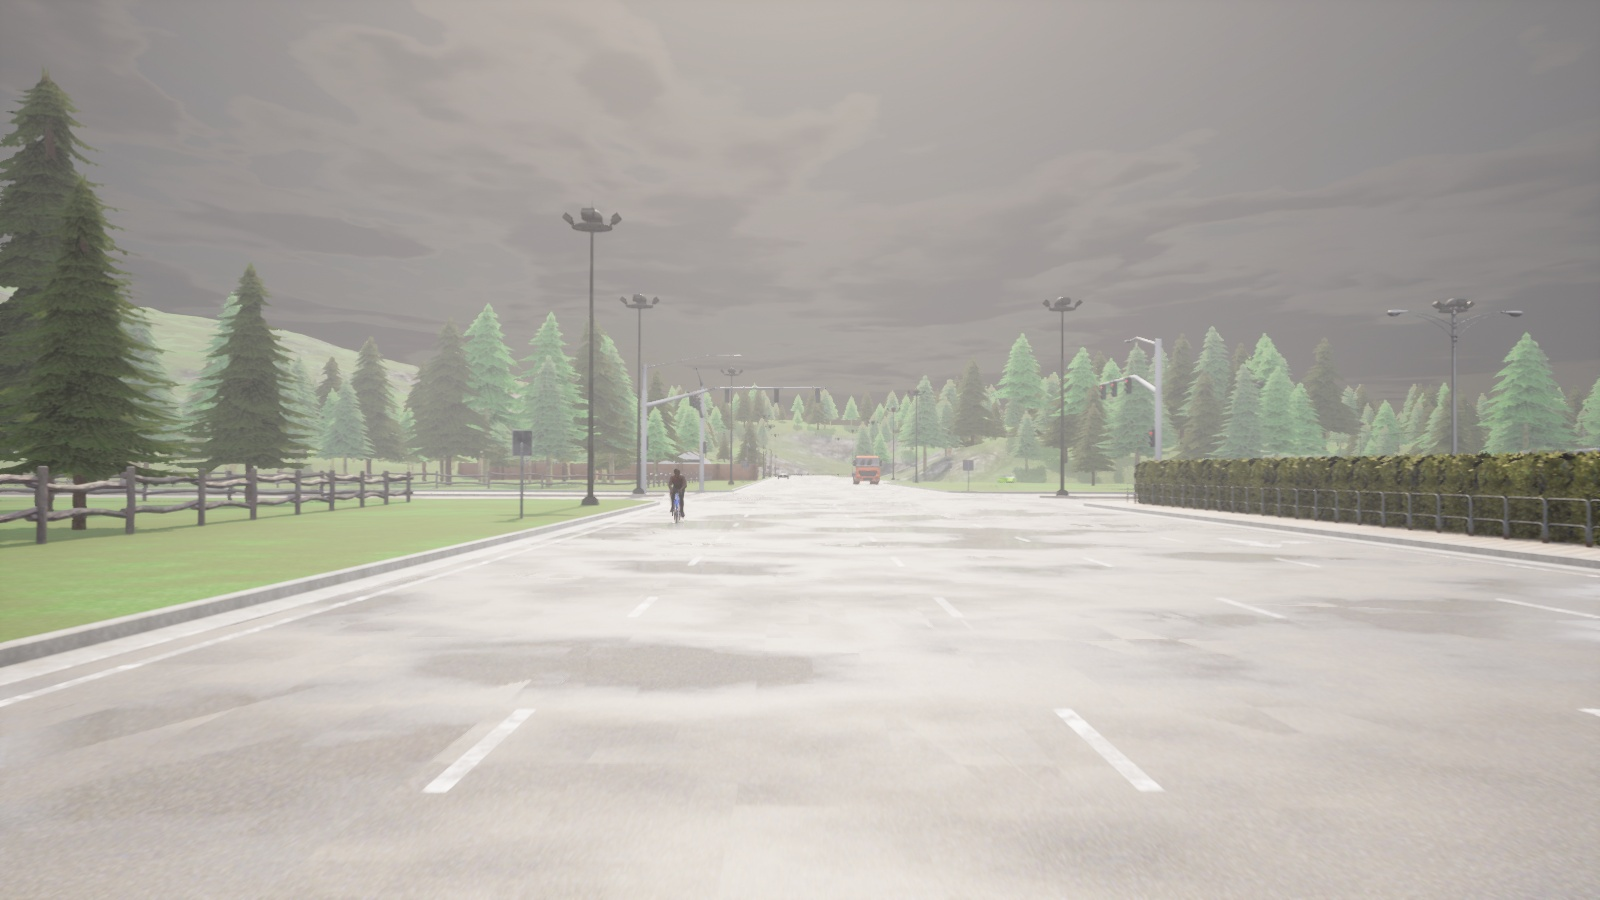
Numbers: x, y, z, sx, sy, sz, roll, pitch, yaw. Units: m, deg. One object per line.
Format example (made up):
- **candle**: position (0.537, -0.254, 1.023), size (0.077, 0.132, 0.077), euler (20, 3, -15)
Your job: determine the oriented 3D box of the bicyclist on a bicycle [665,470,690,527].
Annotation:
- **bicyclist on a bicycle**: position (-3.586, 1.398, 36.779), size (0.582, 1.620, 1.656), euler (0, -1, 0)
